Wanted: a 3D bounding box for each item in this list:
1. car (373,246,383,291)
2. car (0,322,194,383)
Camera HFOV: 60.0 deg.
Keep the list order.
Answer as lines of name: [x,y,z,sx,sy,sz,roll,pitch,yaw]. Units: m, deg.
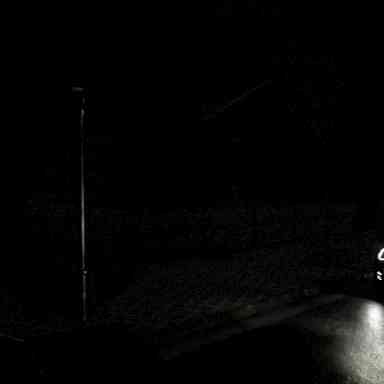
car: [6.010,1.255,7.367,4.553,1.767,2.097,-1,0,-35]
car: [-2.148,1.614,1.535,4.718,1.301,1.895,-1,0,-36]
